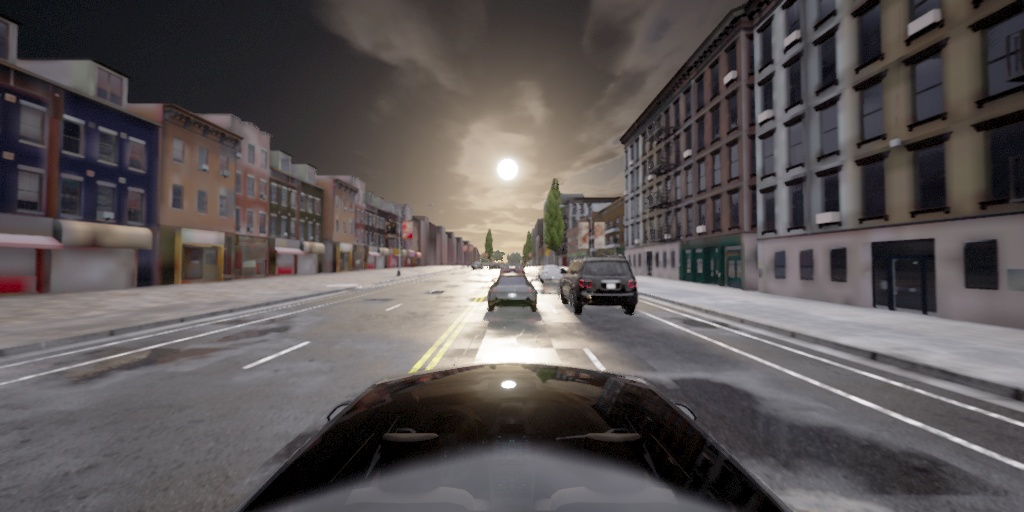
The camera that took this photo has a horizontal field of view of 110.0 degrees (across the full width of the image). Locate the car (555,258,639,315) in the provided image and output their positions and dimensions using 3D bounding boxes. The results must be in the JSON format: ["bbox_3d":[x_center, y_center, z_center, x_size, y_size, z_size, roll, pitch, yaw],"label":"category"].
[{"bbox_3d":[3.264,1.088,14.426,2.150,2.045,5.566,0,0,0],"label":"car"}]

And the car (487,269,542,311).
[{"bbox_3d":[0.028,1.435,15.286,1.994,1.385,4.181,0,0,0],"label":"car"}]

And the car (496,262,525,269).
[{"bbox_3d":[0.031,1.314,30.281,2.097,1.767,4.553,0,0,1],"label":"car"}]

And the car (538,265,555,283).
[{"bbox_3d":[3.283,1.490,30.737,1.812,1.442,4.674,0,0,1],"label":"car"}]
